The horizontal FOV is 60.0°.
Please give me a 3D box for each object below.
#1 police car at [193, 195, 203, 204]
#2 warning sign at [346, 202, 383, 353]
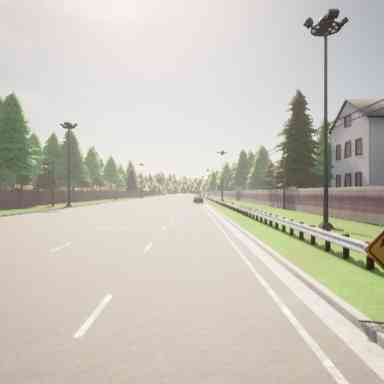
[{"bbox_3d":[1.225,1.456,64.762,1.930,1.638,5.238,0,0,0],"label":"police car"},{"bbox_3d":[3.050,1.088,4.652,1.300,1.860,1.060,0,0,0],"label":"warning sign"}]
